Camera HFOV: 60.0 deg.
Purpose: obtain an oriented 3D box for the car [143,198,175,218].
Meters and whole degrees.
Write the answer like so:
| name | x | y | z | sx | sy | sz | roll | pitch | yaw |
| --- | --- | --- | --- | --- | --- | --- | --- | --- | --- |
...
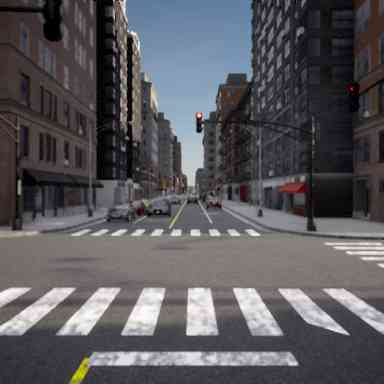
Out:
| name | x | y | z | sx | sy | sz | roll | pitch | yaw |
| --- | --- | --- | --- | --- | --- | --- | --- | --- | --- |
| car | -2.816 | 1.472 | 29.411 | 1.994 | 1.385 | 4.181 | 0 | 0 | 0 |

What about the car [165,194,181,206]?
| name | x | y | z | sx | sy | sz | roll | pitch | yaw |
| --- | --- | --- | --- | --- | --- | --- | --- | --- | --- |
| car | -2.765 | 1.396 | 51.575 | 1.994 | 1.385 | 4.181 | 0 | 0 | 0 |

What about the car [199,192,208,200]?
| name | x | y | z | sx | sy | sz | roll | pitch | yaw |
| --- | --- | --- | --- | --- | --- | --- | --- | --- | --- |
| car | 2.724 | 1.050 | 80.147 | 2.192 | 1.841 | 5.009 | 0 | 0 | 0 |

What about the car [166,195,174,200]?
| name | x | y | z | sx | sy | sz | roll | pitch | yaw |
| --- | --- | --- | --- | --- | --- | --- | --- | --- | --- |
| car | -5.300 | 1.317 | 80.159 | 1.802 | 1.307 | 4.206 | 0 | 0 | 0 |

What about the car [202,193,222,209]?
| name | x | y | z | sx | sy | sz | roll | pitch | yaw |
| --- | --- | --- | --- | --- | --- | --- | --- | --- | --- |
| car | 2.684 | 1.306 | 41.967 | 1.967 | 1.590 | 4.097 | 0 | 0 | 0 |

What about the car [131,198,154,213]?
| name | x | y | z | sx | sy | sz | roll | pitch | yaw |
| --- | --- | --- | --- | --- | --- | --- | --- | --- | --- |
| car | -5.348 | 1.410 | 36.359 | 1.752 | 1.417 | 4.829 | 0 | 0 | 0 |

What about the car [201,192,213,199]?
| name | x | y | z | sx | sy | sz | roll | pitch | yaw |
| --- | --- | --- | --- | --- | --- | --- | --- | --- | --- |
| car | 3.049 | 1.021 | 62.681 | 2.150 | 2.045 | 5.566 | 0 | 0 | 0 |

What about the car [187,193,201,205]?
| name | x | y | z | sx | sy | sz | roll | pitch | yaw |
| --- | --- | --- | --- | --- | --- | --- | --- | --- | --- |
| car | 0.113 | 1.322 | 55.742 | 1.837 | 1.490 | 4.892 | 0 | 0 | 0 |

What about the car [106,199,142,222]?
| name | x | y | z | sx | sy | sz | roll | pitch | yaw |
| --- | --- | --- | --- | --- | --- | --- | --- | --- | --- |
| car | -5.359 | 1.471 | 25.621 | 2.008 | 1.369 | 4.403 | 0 | 0 | 0 |

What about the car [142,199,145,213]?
| name | x | y | z | sx | sy | sz | roll | pitch | yaw |
| --- | --- | --- | --- | --- | --- | --- | --- | --- | --- |
| car | -5.353 | 1.447 | 31.076 | 1.887 | 1.381 | 4.507 | 0 | 0 | 0 |

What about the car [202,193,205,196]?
| name | x | y | z | sx | sy | sz | roll | pitch | yaw |
| --- | --- | --- | --- | --- | --- | --- | --- | --- | --- |
| car | 3.081 | 1.322 | 55.652 | 1.837 | 1.490 | 4.892 | 0 | 0 | 0 |
